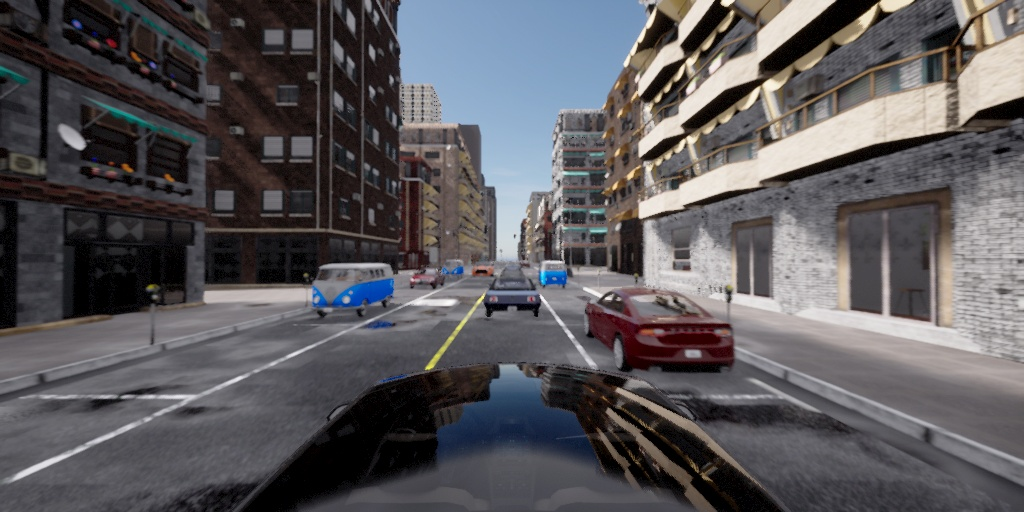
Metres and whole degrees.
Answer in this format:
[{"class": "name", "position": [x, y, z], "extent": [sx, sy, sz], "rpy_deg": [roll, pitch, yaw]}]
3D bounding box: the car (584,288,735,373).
[{"class": "car", "position": [2.688, 1.329, 7.551], "extent": [1.888, 1.381, 4.507], "rpy_deg": [0, 0, 0]}]

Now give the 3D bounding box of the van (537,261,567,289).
[{"class": "van", "position": [2.690, 1.223, 24.459], "extent": [1.690, 1.789, 3.998], "rpy_deg": [0, 0, 0]}]

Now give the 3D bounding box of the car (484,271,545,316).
[{"class": "car", "position": [0.035, 1.421, 13.716], "extent": [1.895, 1.301, 4.718], "rpy_deg": [0, 0, 1]}]

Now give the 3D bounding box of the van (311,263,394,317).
[{"class": "van", "position": [-5.691, 1.157, 13.191], "extent": [1.690, 1.789, 3.998], "rpy_deg": [0, 0, 0]}]

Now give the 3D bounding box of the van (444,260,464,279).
[{"class": "van", "position": [-5.803, 1.289, 35.732], "extent": [1.690, 1.789, 3.998], "rpy_deg": [0, 0, 0]}]

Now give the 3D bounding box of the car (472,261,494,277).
[{"class": "car", "position": [-3.047, 1.314, 38.218], "extent": [2.097, 1.767, 4.553], "rpy_deg": [0, 0, 1]}]

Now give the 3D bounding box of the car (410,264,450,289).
[{"class": "car", "position": [-5.691, 1.464, 24.463], "extent": [1.802, 1.307, 4.207], "rpy_deg": [0, 0, 0]}]

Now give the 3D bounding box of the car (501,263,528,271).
[{"class": "car", "position": [0.043, 1.476, 29.344], "extent": [1.994, 1.385, 4.181], "rpy_deg": [0, 0, 0]}]
